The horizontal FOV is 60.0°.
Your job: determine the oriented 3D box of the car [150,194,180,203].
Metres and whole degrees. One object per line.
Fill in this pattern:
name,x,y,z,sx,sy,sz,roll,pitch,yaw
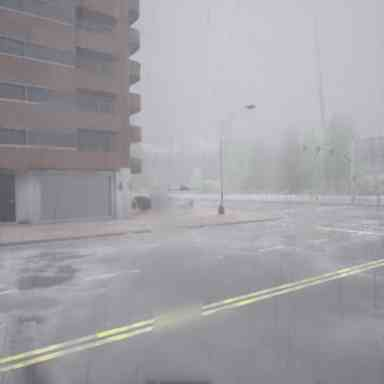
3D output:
car,-4.265,1.045,52.641,4.718,1.301,1.895,0,1,40

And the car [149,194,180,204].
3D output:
car,-4.399,1.003,47.751,1.837,1.490,4.892,0,0,-42
